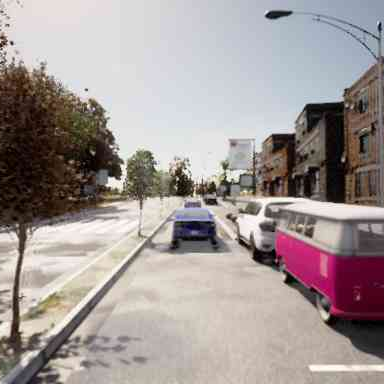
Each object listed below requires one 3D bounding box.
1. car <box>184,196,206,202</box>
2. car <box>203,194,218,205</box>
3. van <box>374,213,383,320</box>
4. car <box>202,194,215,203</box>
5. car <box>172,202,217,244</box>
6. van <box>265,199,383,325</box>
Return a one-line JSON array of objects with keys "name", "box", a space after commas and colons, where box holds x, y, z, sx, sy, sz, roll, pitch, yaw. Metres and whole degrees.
[{"name": "car", "box": [0.106, 1.452, 37.043, 2.128, 1.511, 4.902, 0, 0, 0]}, {"name": "car", "box": [2.933, 1.210, 51.488, 1.882, 1.535, 5.008, 0, 2, 0]}, {"name": "van", "box": [3.050, 1.255, 1.586, 1.878, 1.987, 4.442, 0, 0, 0]}, {"name": "car", "box": [2.935, 1.063, 59.345, 1.994, 1.385, 4.181, 0, 2, 0]}, {"name": "car", "box": [0.103, 1.475, 15.733, 1.882, 1.535, 5.008, 0, 0, 0]}, {"name": "van", "box": [3.052, 1.256, 7.133, 1.878, 1.987, 4.442, 0, 0, 0]}]
